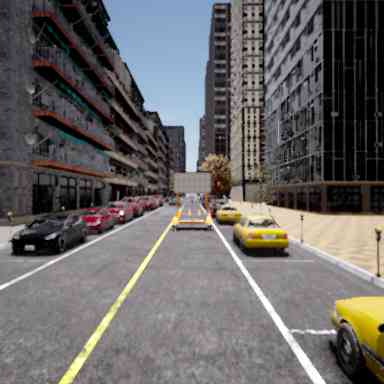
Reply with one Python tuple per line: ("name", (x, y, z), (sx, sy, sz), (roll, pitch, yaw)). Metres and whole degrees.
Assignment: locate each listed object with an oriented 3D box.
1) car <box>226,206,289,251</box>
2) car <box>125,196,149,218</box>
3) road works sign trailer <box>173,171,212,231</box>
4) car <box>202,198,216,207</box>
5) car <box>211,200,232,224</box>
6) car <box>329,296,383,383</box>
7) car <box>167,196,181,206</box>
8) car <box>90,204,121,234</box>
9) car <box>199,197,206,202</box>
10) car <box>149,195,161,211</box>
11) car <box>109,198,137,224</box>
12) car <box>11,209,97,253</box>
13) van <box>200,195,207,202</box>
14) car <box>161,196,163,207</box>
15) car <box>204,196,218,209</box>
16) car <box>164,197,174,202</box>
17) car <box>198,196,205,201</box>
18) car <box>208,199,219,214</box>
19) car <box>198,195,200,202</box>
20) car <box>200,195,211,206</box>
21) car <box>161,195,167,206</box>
("car", (2.704, 1.546, 14.000), (1.752, 1.417, 4.829), (0, 0, 0))
("car", (-5.665, 1.379, 30.824), (2.192, 1.841, 5.009), (0, 0, 0))
("road works sign trailer", (0.019, 0.500, 20.692), (2.380, 3.560, 2.880), (0, 0, 0))
("car", (2.726, 1.689, 53.472), (2.008, 1.369, 4.403), (0, 0, 0))
("car", (2.710, 1.573, 25.325), (1.752, 1.417, 4.829), (0, 0, 0))
("car", (2.699, 1.528, 2.675), (1.752, 1.417, 4.829), (0, 0, 0))
("car", (-3.021, 1.509, 58.124), (2.097, 1.767, 4.553), (0, 0, 0))
("car", (-5.673, 1.615, 19.497), (1.802, 1.307, 4.206), (0, 0, 0))
("car", (2.744, 1.891, 87.451), (1.802, 1.307, 4.206), (0, 0, 0))
("car", (-5.659, 1.412, 42.150), (2.192, 1.841, 5.009), (0, 0, 0))
("car", (-5.669, 1.488, 25.160), (1.967, 1.590, 4.097), (0, 0, 0))
("car", (-5.676, 1.587, 13.834), (1.947, 1.339, 4.313), (0, 0, 0))
("van", (2.742, 1.618, 81.789), (1.690, 1.788, 3.998), (0, 0, 0))
("car", (-5.657, 1.642, 47.644), (1.752, 1.417, 4.829), (0, 0, 0))
("car", (2.717, 1.519, 36.482), (1.967, 1.590, 4.097), (0, 0, 0))
("car", (-5.639, 1.844, 81.792), (1.947, 1.339, 4.313), (0, 0, 0))
("car", (2.747, 1.923, 93.113), (1.802, 1.307, 4.206), (0, 0, 0))
("car", (2.713, 1.629, 30.819), (1.947, 1.339, 4.313), (0, 0, 0))
("car", (2.730, 1.477, 59.135), (2.192, 1.841, 5.009), (0, 0, 0))
("car", (2.724, 1.431, 47.810), (2.192, 1.841, 5.009), (0, 0, 0))
("car", (-5.653, 1.453, 53.478), (2.192, 1.841, 5.009), (0, 0, 0))
